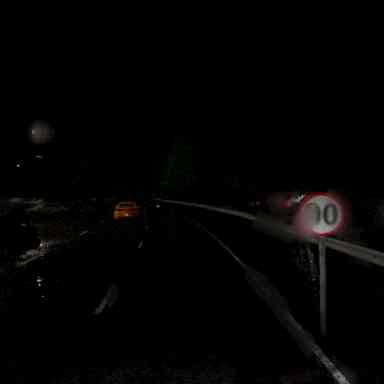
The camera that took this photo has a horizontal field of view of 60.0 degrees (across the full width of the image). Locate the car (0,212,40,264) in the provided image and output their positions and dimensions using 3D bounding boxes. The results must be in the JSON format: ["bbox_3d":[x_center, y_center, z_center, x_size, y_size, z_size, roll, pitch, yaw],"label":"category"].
[{"bbox_3d":[-7.208,1.664,12.194,1.994,1.385,4.181,-1,0,-5],"label":"car"}]

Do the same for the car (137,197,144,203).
[{"bbox_3d":[-10.056,1.634,65.061,1.882,1.535,5.008,-1,0,-12],"label":"car"}]

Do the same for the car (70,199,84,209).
[{"bbox_3d":[-16.921,1.789,49.130,2.033,1.411,5.357,-1,0,-20],"label":"car"}]

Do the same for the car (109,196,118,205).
[{"bbox_3d":[-15.306,1.578,64.212,2.097,1.767,4.553,-1,0,-22],"label":"car"}]

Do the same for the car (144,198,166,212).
[{"bbox_3d":[-4.359,1.636,40.280,1.994,1.385,4.181,-1,0,-13],"label":"car"}]

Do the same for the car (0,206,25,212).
[{"bbox_3d":[-11.459,1.664,20.742,1.837,1.490,4.892,0,0,-8],"label":"car"}]

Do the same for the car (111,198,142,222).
[{"bbox_3d":[-5.354,1.558,27.514,1.882,1.535,5.008,0,0,-10],"label":"car"}]

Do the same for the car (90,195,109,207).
[{"bbox_3d":[-16.244,1.457,57.506,2.150,2.045,5.566,0,0,-21],"label":"car"}]
